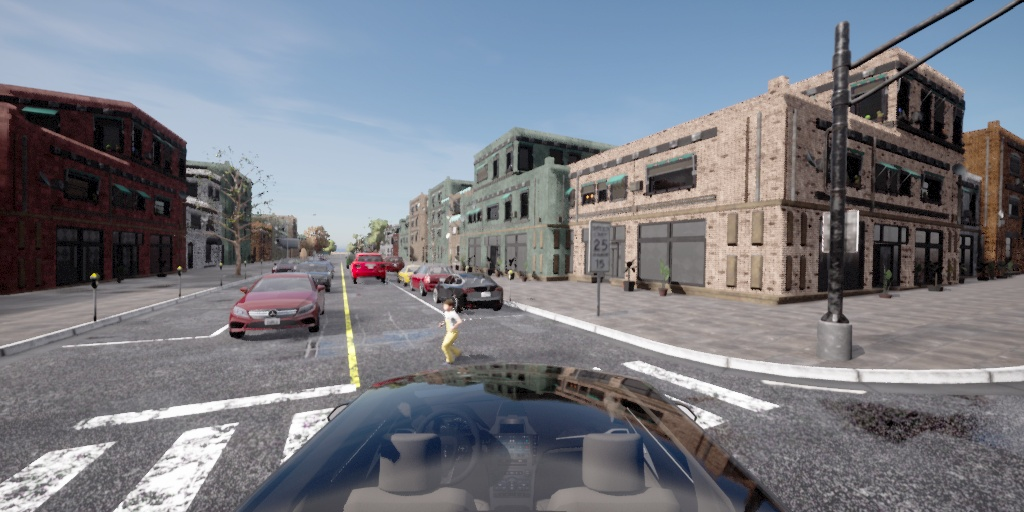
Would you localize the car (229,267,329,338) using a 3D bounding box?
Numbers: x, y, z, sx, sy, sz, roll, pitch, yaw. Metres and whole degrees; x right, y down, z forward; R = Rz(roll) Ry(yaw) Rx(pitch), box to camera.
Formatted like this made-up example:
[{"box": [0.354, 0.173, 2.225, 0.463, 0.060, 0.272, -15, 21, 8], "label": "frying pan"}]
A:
[{"box": [-6.457, 1.223, 10.281, 1.812, 1.442, 4.674, 1, 0, -25], "label": "car"}]

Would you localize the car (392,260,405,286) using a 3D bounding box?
[{"box": [-6.636, 1.199, 24.058, 1.751, 1.417, 4.829, 0, 0, -26], "label": "car"}]

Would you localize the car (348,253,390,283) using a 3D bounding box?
[{"box": [-10.637, 0.840, 26.435, 2.150, 2.045, 5.566, 1, 0, -26], "label": "car"}]

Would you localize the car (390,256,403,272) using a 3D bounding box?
[{"box": [-11.356, 0.913, 33.912, 2.192, 1.841, 5.009, 0, 0, -26], "label": "car"}]

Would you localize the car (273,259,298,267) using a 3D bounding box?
[{"box": [-18.912, 0.949, 30.291, 1.967, 1.591, 4.097, 0, 0, -26], "label": "car"}]

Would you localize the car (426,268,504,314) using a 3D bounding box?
[{"box": [-1.770, 1.316, 13.896, 1.948, 1.339, 4.313, 0, 0, -26], "label": "car"}]

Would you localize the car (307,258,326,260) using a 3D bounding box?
[{"box": [-15.534, 1.101, 29.266, 2.033, 1.411, 5.357, 1, 0, -25], "label": "car"}]

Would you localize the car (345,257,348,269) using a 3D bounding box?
[{"box": [-21.599, 0.666, 49.320, 2.150, 2.045, 5.566, 1, 0, -26], "label": "car"}]

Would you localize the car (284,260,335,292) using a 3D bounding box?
[{"box": [-10.946, 1.131, 19.668, 1.837, 1.490, 4.892, 1, 0, -26], "label": "car"}]

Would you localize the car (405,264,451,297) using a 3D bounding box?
[{"box": [-4.166, 1.152, 18.900, 1.967, 1.591, 4.097, 0, 0, -26], "label": "car"}]

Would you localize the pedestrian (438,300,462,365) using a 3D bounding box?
[{"box": [-1.085, 1.344, 6.640, 0.375, 1.300, 0.375, 0, 1, -26], "label": "pedestrian"}]
